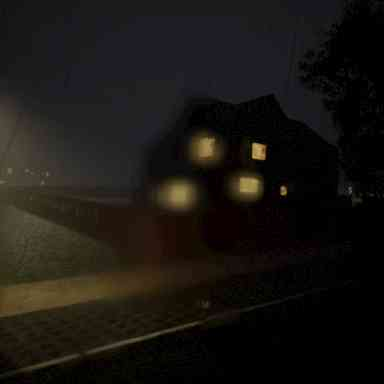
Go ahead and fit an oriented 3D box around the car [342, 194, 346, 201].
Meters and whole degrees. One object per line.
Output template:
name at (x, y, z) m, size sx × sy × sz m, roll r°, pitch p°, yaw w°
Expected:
car at (23.790, 0.948, 54.172) m, size 2.033 × 1.411 × 5.357 m, roll 2°, pitch 1°, yaw -3°
